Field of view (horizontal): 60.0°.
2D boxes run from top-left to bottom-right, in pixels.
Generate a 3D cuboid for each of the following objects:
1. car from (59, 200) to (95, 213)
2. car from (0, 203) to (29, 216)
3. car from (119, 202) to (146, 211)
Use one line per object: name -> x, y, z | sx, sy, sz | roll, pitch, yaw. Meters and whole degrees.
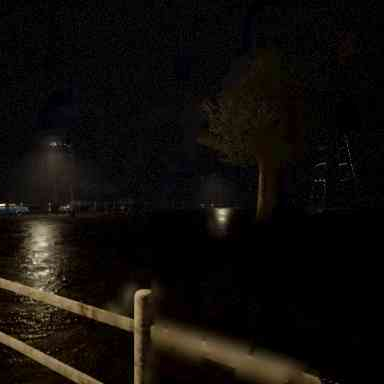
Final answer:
car -> -15.192, 1.912, 44.040 | 2.097, 1.767, 4.553 | -2, -2, 36
car -> -20.729, 1.950, 36.332 | 2.033, 1.411, 5.357 | -2, -2, 35
car -> -9.257, 2.259, 52.283 | 1.812, 1.442, 4.674 | -2, -2, 36
